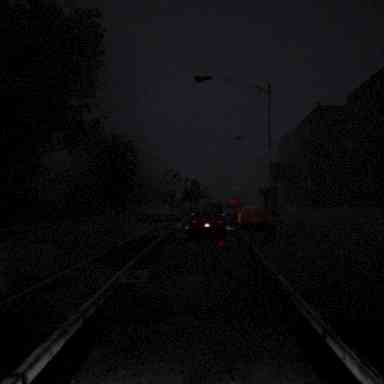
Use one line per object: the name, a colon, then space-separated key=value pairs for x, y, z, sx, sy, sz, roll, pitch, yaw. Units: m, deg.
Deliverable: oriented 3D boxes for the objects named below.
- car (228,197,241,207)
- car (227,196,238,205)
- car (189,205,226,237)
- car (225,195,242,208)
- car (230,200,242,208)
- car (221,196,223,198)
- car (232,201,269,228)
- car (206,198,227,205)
car: x=7.782 y=1.760 z=61.662 sx=2.185 sy=1.767 sz=4.553 roll=0 pitch=0 yaw=5
car: x=8.828 y=1.829 z=72.712 sx=2.185 sy=1.767 sz=4.553 roll=1 pitch=0 yaw=5
car: x=0.905 y=1.667 z=18.754 sx=1.994 sy=1.385 sz=4.181 roll=0 pitch=0 yaw=4
car: x=7.265 y=1.599 z=56.201 sx=2.435 sy=2.045 sz=5.566 roll=0 pitch=0 yaw=5
car: x=4.650 y=1.688 z=28.598 sx=2.163 sy=1.488 sz=4.792 roll=0 pitch=0 yaw=5
car: x=10.110 y=2.109 z=95.112 sx=2.163 sy=1.488 sz=4.792 roll=0 pitch=0 yaw=2
car: x=4.156 y=1.617 z=23.121 sx=2.097 sy=1.535 sz=5.008 roll=0 pitch=0 yaw=5
car: x=2.678 y=1.747 z=38.984 sx=2.128 sy=1.511 sz=4.902 roll=0 pitch=0 yaw=5
